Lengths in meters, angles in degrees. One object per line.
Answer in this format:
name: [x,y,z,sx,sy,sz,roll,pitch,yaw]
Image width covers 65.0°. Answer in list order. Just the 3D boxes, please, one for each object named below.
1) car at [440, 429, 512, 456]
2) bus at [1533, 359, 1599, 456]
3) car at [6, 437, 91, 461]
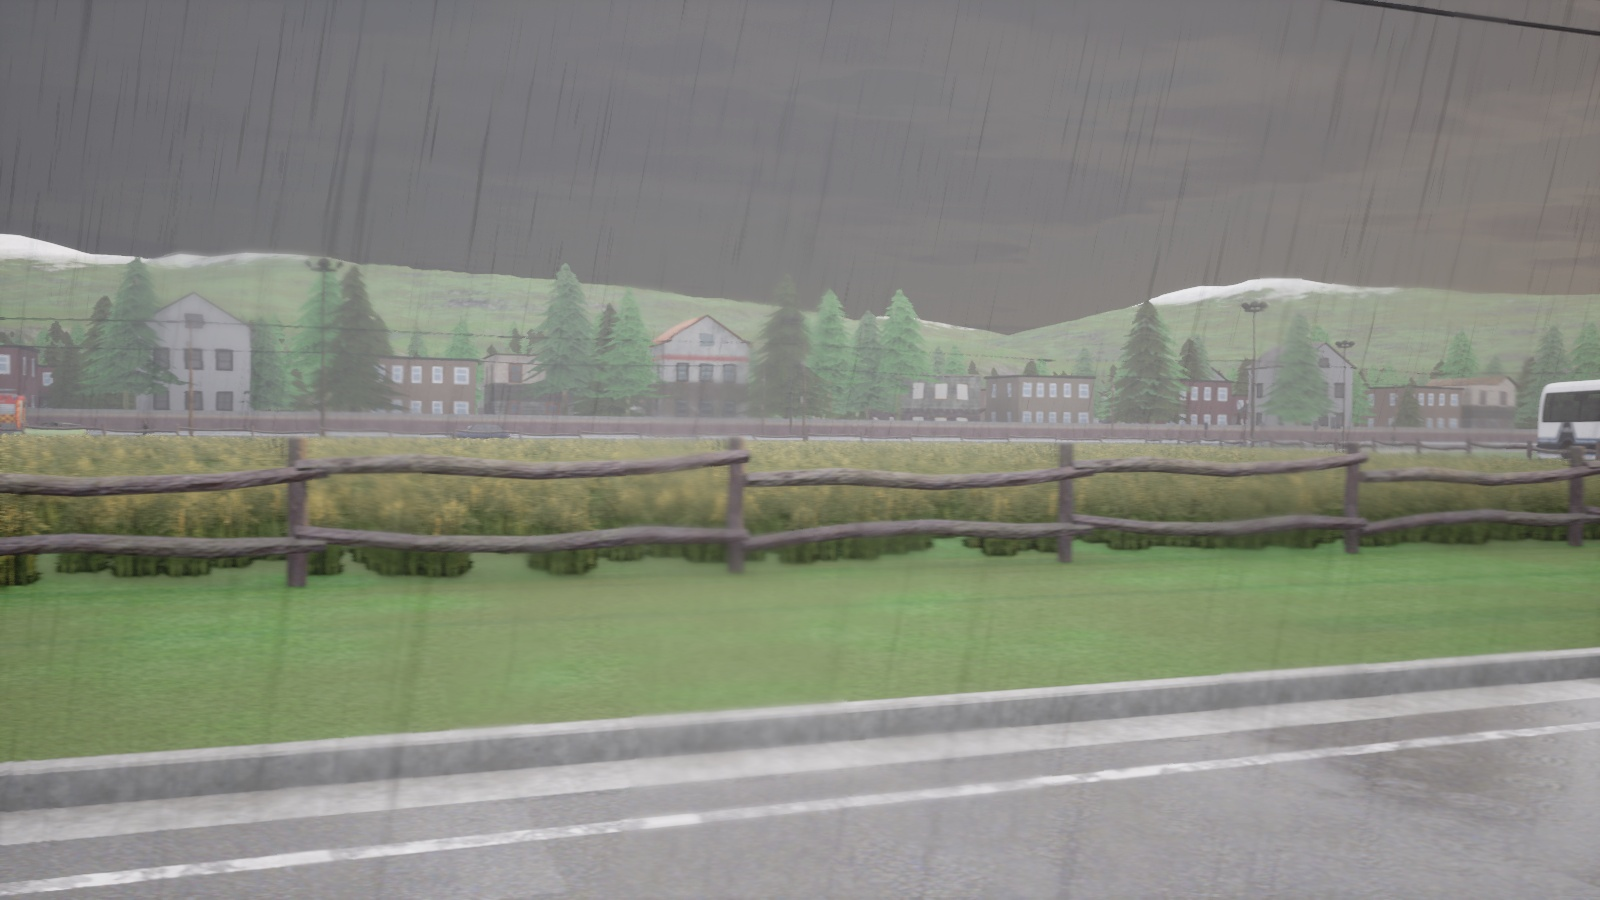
car: [-22.390,-0.511,86.723,4.553,1.767,2.097,-1,1,-21]
bus: [36.937,-1.868,55.246,3.944,4.253,10.273,0,1,4]
car: [-50.104,-0.080,83.821,4.514,1.525,2.007,-1,1,-21]
